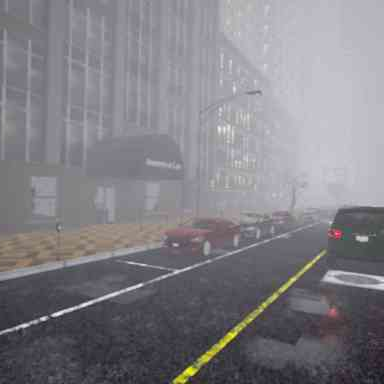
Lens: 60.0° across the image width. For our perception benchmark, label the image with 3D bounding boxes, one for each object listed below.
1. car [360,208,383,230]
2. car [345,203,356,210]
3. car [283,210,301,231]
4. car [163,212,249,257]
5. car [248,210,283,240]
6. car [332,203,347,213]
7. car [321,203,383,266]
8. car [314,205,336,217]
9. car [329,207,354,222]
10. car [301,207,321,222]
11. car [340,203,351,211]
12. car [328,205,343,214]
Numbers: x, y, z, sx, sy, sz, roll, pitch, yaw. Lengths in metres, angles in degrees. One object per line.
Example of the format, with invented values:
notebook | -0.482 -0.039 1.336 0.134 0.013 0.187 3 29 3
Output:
car | 15.216 2.211 27.743 1.837 1.490 4.892 2 0 30
car | 37.071 3.361 77.893 1.947 1.339 4.313 1 -1 30
car | 6.168 1.965 23.562 1.802 1.307 4.206 1 -1 30
car | 0.551 1.670 13.684 1.887 1.381 4.507 1 -1 30
car | 3.359 1.805 18.624 2.008 1.369 4.403 1 -1 30
car | 25.836 2.723 58.138 1.967 1.590 4.097 1 -1 30
car | 6.315 1.520 12.082 2.150 2.045 5.566 2 0 30
car | 17.406 2.448 43.319 2.008 1.369 4.403 1 -1 30
car | 16.050 2.359 35.589 1.994 1.385 4.181 2 -1 30
car | 11.787 2.191 33.441 2.008 1.369 4.403 1 -1 30
car | 31.370 3.061 67.867 1.752 1.417 4.829 1 -1 30
car | 23.024 2.736 53.197 1.802 1.307 4.206 1 -1 30
